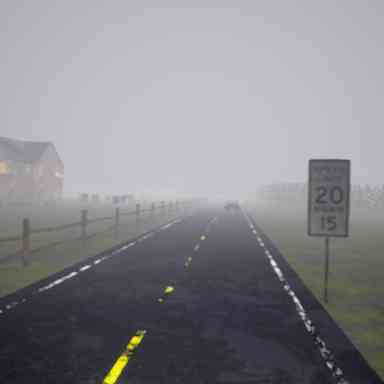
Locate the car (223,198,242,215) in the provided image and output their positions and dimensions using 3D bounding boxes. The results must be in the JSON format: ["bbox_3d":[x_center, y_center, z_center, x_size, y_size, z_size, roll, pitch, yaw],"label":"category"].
[{"bbox_3d":[4.343,1.587,35.879,2.128,1.511,4.902,1,0,7],"label":"car"}]

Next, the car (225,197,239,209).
[{"bbox_3d":[5.855,1.610,48.584,1.882,1.535,5.008,1,0,7],"label":"car"}]
